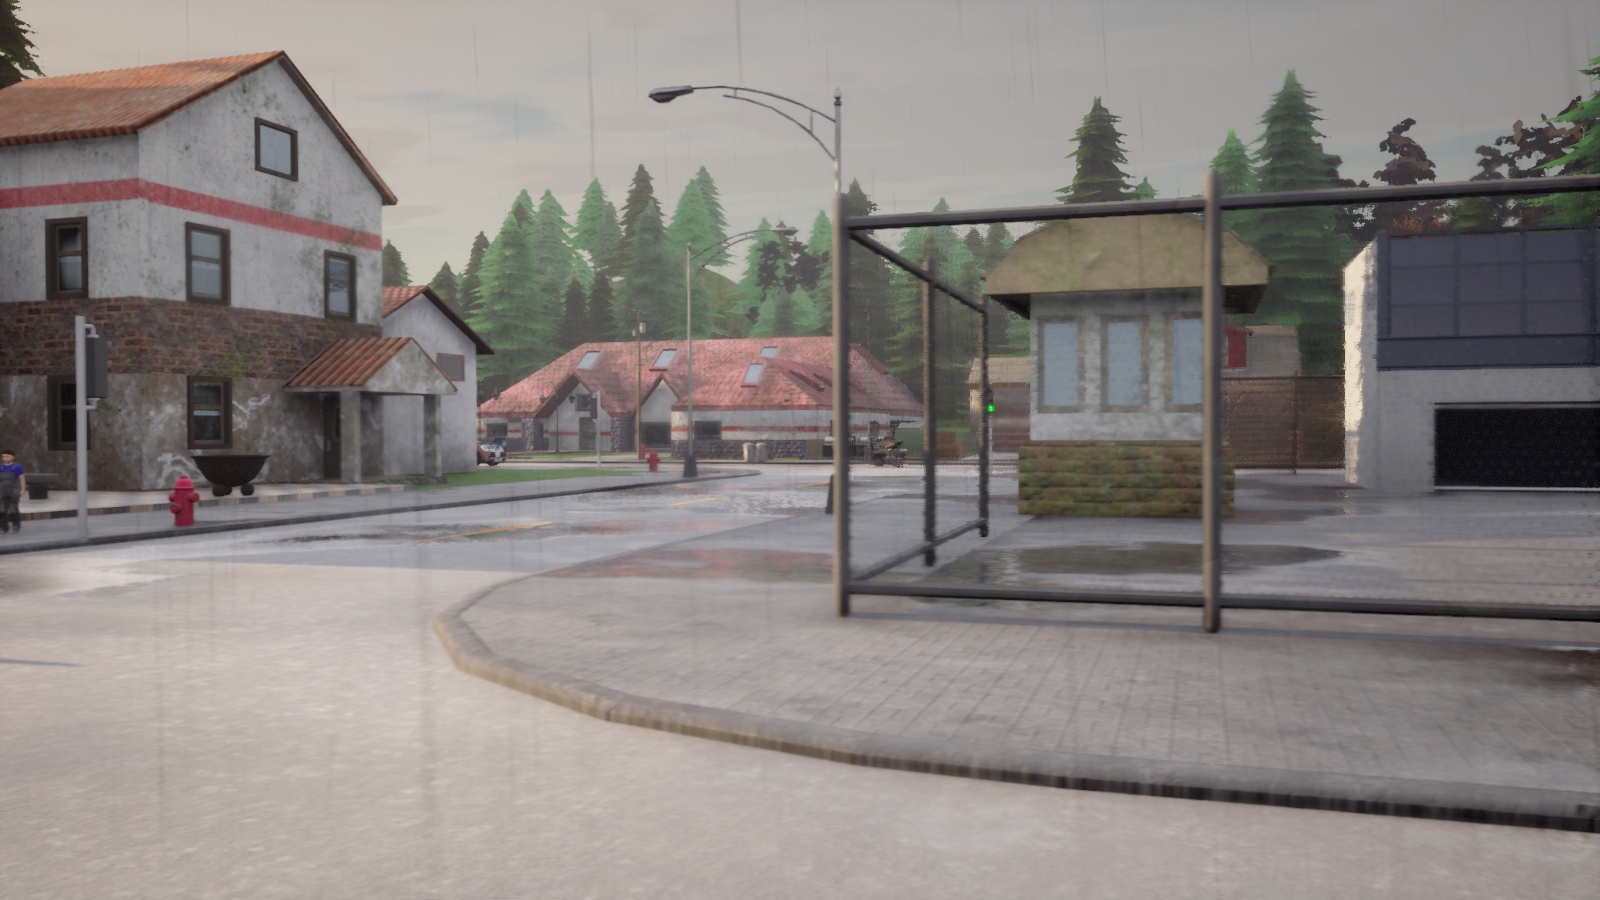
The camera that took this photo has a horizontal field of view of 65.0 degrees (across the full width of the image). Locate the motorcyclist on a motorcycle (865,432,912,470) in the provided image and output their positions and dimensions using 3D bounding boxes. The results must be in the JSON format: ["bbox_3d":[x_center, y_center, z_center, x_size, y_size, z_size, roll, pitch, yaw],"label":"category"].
[{"bbox_3d":[3.674,0.042,52.491,0.866,1.530,2.191,-2,2,-30],"label":"motorcyclist on a motorcycle"}]

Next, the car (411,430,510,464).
[{"bbox_3d":[-15.174,-0.157,56.126,3.806,1.475,1.970,1,1,17],"label":"car"}]

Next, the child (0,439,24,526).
[{"bbox_3d":[-11.643,0.475,18.467,0.270,1.263,0.437,0,1,-16],"label":"child"}]
